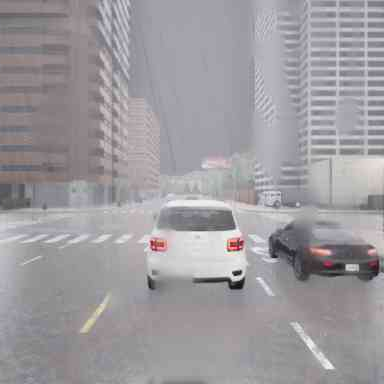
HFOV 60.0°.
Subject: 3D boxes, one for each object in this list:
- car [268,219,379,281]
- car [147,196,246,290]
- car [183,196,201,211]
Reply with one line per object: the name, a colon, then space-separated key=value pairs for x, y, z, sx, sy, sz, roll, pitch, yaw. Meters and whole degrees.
car: x=3.574 y=1.526 z=9.737 sx=1.812 sy=1.442 sz=4.674 roll=0 pitch=0 yaw=0
car: x=0.072 y=1.221 z=9.226 sx=2.150 sy=2.045 sz=5.566 roll=0 pitch=0 yaw=-1
car: x=-0.069 y=1.352 z=40.958 sx=2.097 sy=1.767 sz=4.553 roll=0 pitch=0 yaw=0
